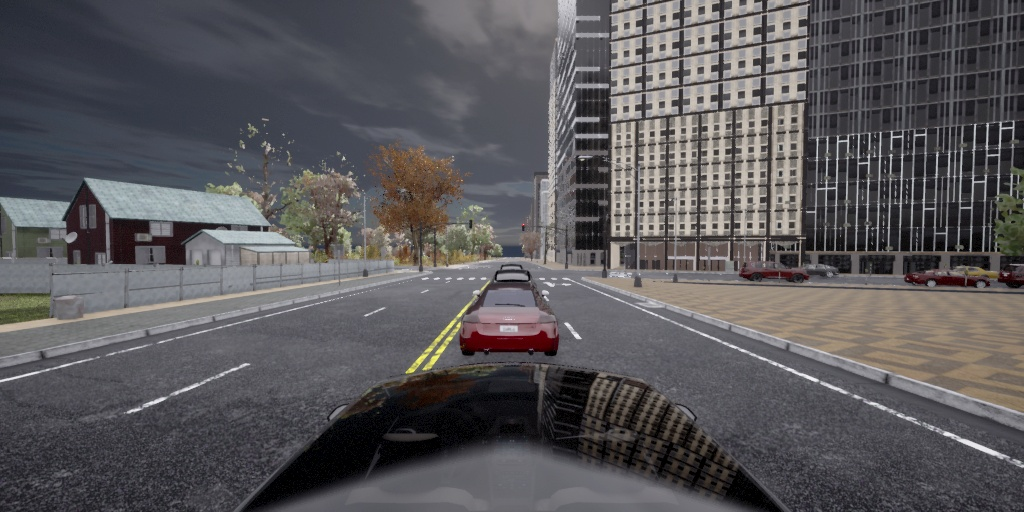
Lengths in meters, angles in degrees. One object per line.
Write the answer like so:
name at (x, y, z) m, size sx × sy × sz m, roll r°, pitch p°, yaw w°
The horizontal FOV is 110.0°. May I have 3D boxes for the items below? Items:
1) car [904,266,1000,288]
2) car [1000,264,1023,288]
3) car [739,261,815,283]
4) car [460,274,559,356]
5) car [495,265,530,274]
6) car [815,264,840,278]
car at (33.626, 1.715, 27.814) m, size 4.507 × 1.381 × 1.888 m, roll 0°, pitch 0°, yaw 20°
car at (38.952, 1.530, 25.872) m, size 5.009 × 1.841 × 2.192 m, roll 0°, pitch 0°, yaw 20°
car at (22.975, 1.394, 31.698) m, size 5.009 × 1.841 × 2.192 m, roll 0°, pitch 0°, yaw 20°
car at (-0.033, 1.311, 8.622) m, size 1.994 × 1.385 × 4.181 m, roll 0°, pitch 0°, yaw 1°
car at (0.028, 1.250, 14.007) m, size 1.837 × 1.490 × 4.892 m, roll 0°, pitch 0°, yaw 0°
car at (31.001, 1.469, 37.157) m, size 4.403 × 1.370 × 2.007 m, roll 0°, pitch 0°, yaw 20°
